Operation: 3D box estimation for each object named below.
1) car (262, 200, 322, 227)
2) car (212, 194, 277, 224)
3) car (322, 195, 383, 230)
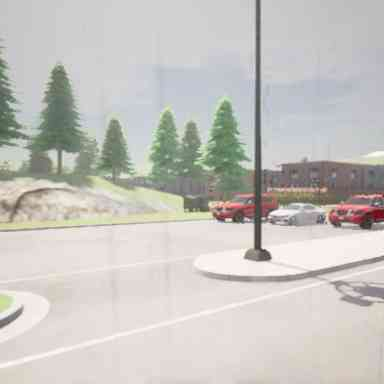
[{"bbox_3d":[7.308,1.504,22.884,4.674,1.442,1.812,0,0,-34],"label":"car"},{"bbox_3d":[4.163,1.198,24.984,5.566,2.045,2.150,0,0,-34],"label":"car"},{"bbox_3d":[11.118,1.206,21.233,5.566,2.045,2.150,0,0,-34],"label":"car"}]
